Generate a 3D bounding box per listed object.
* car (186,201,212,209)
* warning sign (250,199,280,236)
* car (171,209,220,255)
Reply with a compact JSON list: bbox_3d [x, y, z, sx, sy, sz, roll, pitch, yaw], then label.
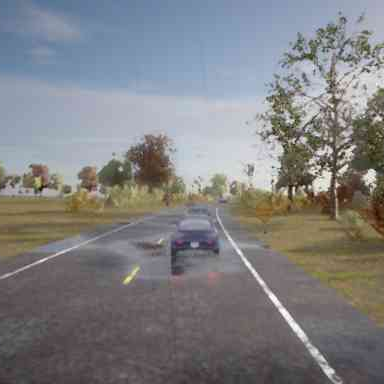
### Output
[{"bbox_3d":[0.648,1.793,28.393,2.128,1.511,4.902,0,-1,3],"label":"car"},{"bbox_3d":[3.761,1.293,17.299,1.300,1.860,1.060,-1,-1,2],"label":"warning sign"},{"bbox_3d":[0.167,1.668,13.829,1.812,1.442,4.674,0,0,2],"label":"car"}]
